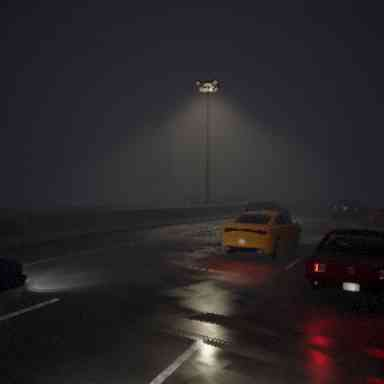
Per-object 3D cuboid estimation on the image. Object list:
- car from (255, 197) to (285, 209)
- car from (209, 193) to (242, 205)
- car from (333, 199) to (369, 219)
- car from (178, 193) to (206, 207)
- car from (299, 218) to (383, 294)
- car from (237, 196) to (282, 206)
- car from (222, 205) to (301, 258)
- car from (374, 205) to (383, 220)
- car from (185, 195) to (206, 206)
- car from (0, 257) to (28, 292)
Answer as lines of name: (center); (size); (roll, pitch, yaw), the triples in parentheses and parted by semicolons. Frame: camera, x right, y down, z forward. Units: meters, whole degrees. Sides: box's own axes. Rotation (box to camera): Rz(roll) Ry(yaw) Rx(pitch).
car: (11.225, 1.523, 47.710); (2.128, 1.511, 4.902); (0, 0, 43)
car: (4.983, 1.223, 46.019); (2.150, 2.045, 5.566); (0, 0, 41)
car: (13.894, 1.406, 29.001); (2.097, 1.767, 4.553); (0, 0, 38)
car: (0.368, 1.201, 51.335); (2.150, 2.045, 5.566); (0, 0, 42)
car: (4.301, 1.618, 8.600); (1.895, 1.301, 4.718); (0, 0, 30)
car: (5.250, 1.366, 23.176); (2.097, 1.767, 4.553); (0, 0, 34)
car: (2.896, 1.485, 13.089); (1.882, 1.535, 5.008); (0, 0, 31)
car: (14.472, 1.623, 24.020); (1.994, 1.385, 4.181); (0, 0, 37)
car: (1.940, 1.534, 47.850); (2.033, 1.411, 5.357); (0, 0, 41)
car: (-5.472, 1.518, 5.214); (2.033, 1.411, 5.357); (0, 0, 27)
